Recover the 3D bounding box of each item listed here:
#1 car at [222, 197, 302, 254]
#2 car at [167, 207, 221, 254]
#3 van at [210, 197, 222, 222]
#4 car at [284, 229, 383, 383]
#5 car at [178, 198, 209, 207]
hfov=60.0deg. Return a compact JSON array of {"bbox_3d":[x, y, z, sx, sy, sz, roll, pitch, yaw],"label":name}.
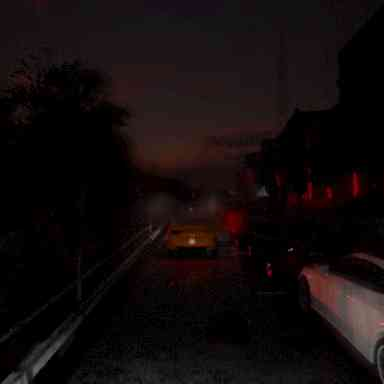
[{"bbox_3d":[3.048,1.389,16.029,2.435,2.045,5.566,0,-1,0],"label":"car"},{"bbox_3d":[0.022,1.622,14.270,1.882,1.535,5.008,0,0,0],"label":"car"},{"bbox_3d":[3.046,1.555,32.756,1.878,1.987,4.442,0,0,0],"label":"van"},{"bbox_3d":[3.050,1.573,4.903,2.002,1.452,4.674,0,-1,0],"label":"car"},{"bbox_3d":[0.005,1.485,27.593,2.150,2.045,5.566,0,0,0],"label":"car"}]
